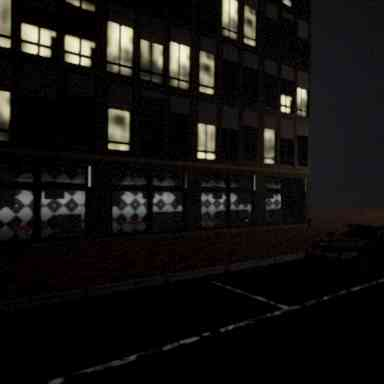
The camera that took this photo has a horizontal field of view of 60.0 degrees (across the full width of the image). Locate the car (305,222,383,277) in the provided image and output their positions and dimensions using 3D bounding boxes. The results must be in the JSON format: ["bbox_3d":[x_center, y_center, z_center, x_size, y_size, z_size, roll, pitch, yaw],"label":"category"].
[{"bbox_3d":[5.306,1.631,10.349,4.206,1.307,1.802,0,0,-36],"label":"car"}]
